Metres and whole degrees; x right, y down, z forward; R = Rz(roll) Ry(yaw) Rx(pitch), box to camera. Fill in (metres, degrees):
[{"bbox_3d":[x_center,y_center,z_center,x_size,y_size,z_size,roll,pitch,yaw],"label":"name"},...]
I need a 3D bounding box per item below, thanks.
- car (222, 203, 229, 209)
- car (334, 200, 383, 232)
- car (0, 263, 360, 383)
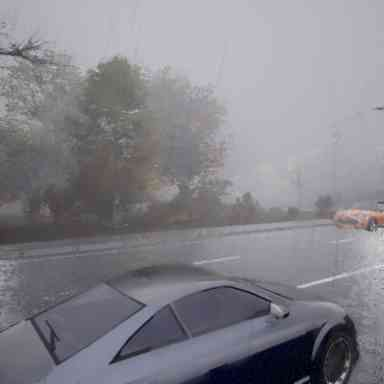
[{"bbox_3d":[6.965,2.787,62.243,2.128,1.511,4.902,0,-3,-31],"label":"car"},{"bbox_3d":[10.576,1.355,20.018,4.553,1.767,2.097,0,0,-35],"label":"car"},{"bbox_3d":[0.039,1.560,3.777,4.181,1.385,1.994,0,0,-35],"label":"car"}]
